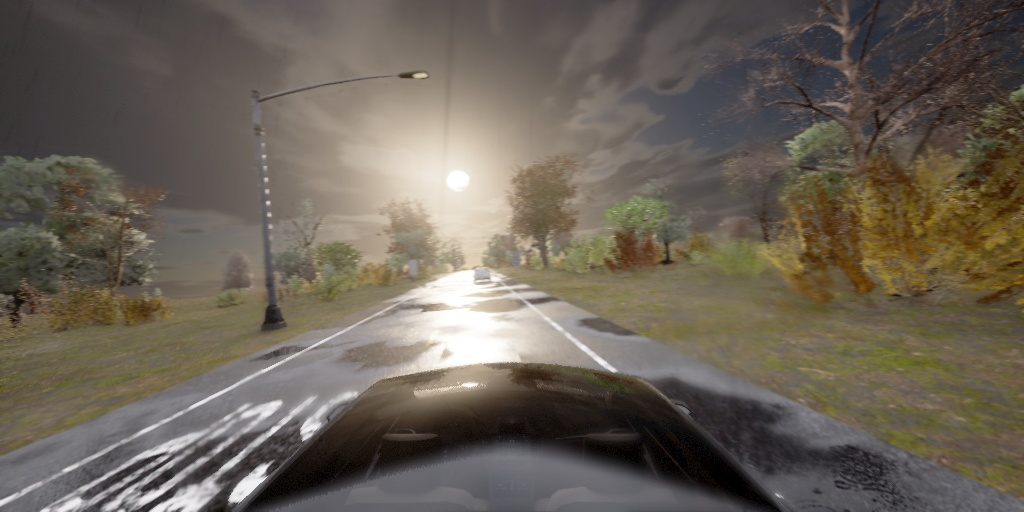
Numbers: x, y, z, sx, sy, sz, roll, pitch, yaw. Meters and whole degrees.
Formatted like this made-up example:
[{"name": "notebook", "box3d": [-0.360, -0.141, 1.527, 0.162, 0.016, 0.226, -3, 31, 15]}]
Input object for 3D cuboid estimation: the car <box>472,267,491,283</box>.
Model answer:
[{"name": "car", "box3d": [-3.270, 2.048, 39.008, 1.812, 1.442, 4.674, -5, -1, -5]}]
